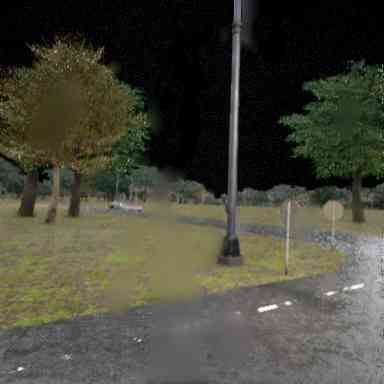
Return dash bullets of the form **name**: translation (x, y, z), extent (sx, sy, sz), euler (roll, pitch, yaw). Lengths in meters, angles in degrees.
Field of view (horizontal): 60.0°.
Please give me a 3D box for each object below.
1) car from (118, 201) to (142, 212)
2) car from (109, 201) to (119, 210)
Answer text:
- **car**: translation (-10.445, 2.727, 57.348), extent (1.895, 1.301, 4.718), euler (4, -2, -34)
- **car**: translation (-14.128, 2.472, 62.894), extent (2.097, 1.767, 4.553), euler (4, -2, -33)
